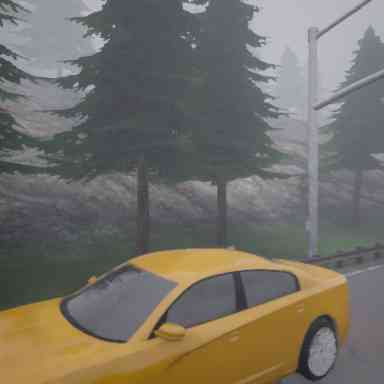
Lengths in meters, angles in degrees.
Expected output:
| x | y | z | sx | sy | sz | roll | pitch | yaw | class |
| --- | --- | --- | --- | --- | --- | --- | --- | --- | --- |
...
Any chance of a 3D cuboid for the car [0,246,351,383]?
| x | y | z | sx | sy | sz | roll | pitch | yaw | class |
| --- | --- | --- | --- | --- | --- | --- | --- | --- | --- |
| -0.161 | 1.477 | 3.877 | 5.008 | 1.535 | 1.882 | 0 | 0 | -35 | car |
